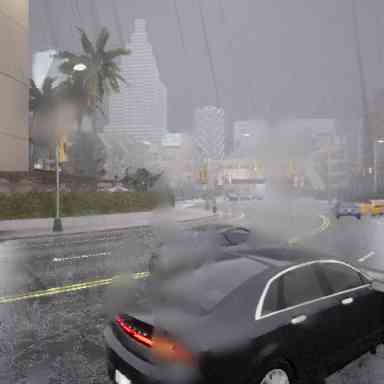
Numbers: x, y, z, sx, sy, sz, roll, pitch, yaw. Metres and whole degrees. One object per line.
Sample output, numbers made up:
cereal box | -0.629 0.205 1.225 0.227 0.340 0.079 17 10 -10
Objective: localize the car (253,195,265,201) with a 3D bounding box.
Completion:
car | 16.562 1.538 80.519 1.895 1.301 4.718 0 0 7

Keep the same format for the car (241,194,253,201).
car | 13.094 1.493 80.995 1.994 1.385 4.181 0 0 7

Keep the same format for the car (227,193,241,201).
car | 10.165 1.419 80.938 2.097 1.535 5.008 0 0 7

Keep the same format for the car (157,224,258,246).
car | 0.899 1.557 8.907 4.181 1.385 1.994 0 0 -42

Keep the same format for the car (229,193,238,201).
car | 10.797 1.289 87.333 2.185 1.767 4.553 0 0 7

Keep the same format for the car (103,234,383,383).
car | 1.256 1.502 4.591 4.892 1.490 1.837 0 0 -39

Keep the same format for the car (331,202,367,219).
car | 13.234 1.531 28.790 2.033 1.411 5.357 0 0 17

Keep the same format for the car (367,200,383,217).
car | 17.285 1.461 31.202 1.882 1.535 5.008 0 0 12
